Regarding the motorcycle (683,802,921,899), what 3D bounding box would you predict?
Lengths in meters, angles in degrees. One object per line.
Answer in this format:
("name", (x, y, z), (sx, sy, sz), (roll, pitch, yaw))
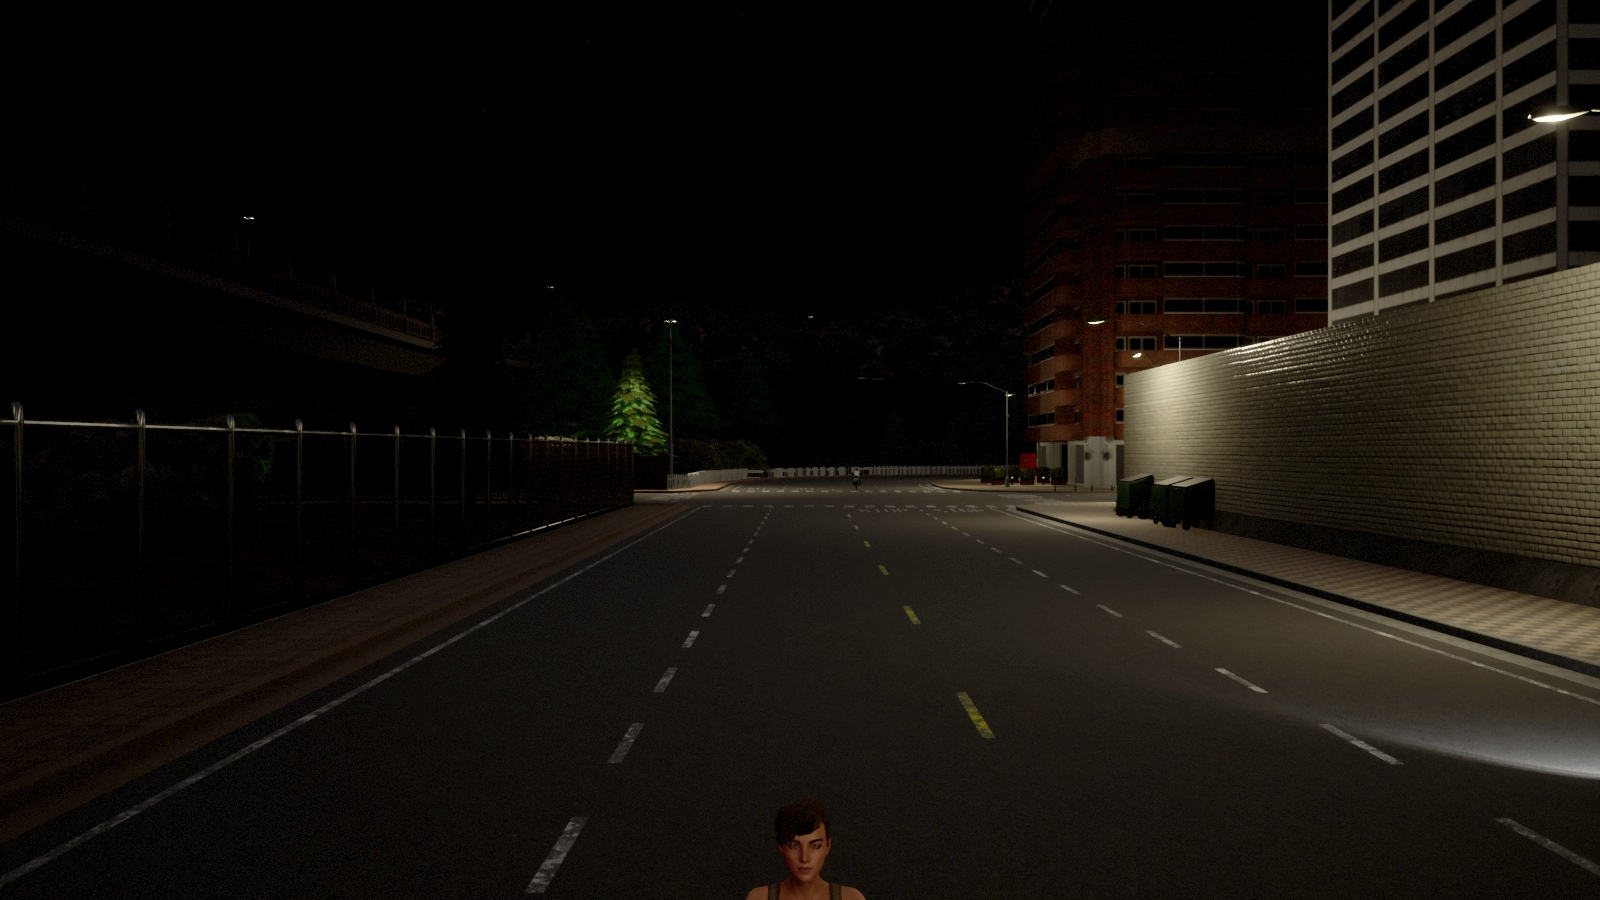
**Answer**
("motorcycle", (0.006, 2.099, 3.507), (0.764, 1.307, 2.356), (0, 0, 0))
